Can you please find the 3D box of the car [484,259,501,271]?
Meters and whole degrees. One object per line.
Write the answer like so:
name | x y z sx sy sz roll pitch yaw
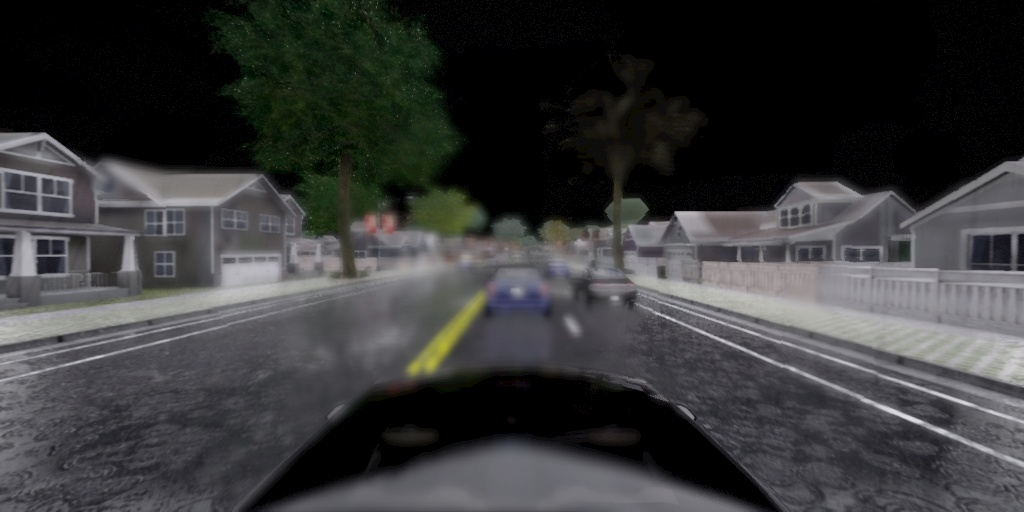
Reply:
car | -2.408 1.105 45.545 1.837 1.490 4.892 0 0 2

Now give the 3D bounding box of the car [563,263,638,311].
car | 3.528 1.209 14.334 2.128 1.511 4.902 0 0 1

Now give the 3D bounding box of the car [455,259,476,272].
car | -5.695 1.128 44.226 1.812 1.442 4.674 0 0 2

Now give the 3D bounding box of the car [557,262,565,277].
car | 3.904 1.188 30.436 1.812 1.442 4.674 0 0 2

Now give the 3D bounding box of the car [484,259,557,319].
car | 0.240 1.072 12.786 2.097 1.767 4.553 0 0 1
